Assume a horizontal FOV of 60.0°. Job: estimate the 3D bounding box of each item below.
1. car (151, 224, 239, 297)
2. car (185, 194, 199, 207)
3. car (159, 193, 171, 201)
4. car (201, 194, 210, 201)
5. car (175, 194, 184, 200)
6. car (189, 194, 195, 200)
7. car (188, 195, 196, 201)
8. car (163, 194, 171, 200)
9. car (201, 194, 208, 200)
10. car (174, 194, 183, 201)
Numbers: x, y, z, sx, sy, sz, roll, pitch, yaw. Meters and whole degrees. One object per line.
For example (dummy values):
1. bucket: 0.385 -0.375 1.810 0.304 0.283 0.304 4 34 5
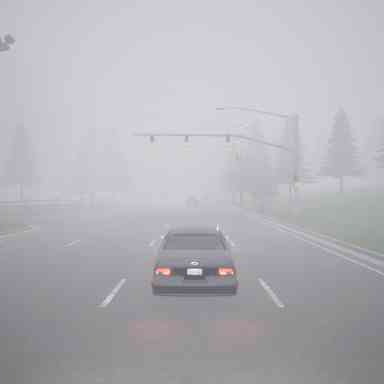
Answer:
1. car: 0.068 1.547 8.768 2.033 1.411 5.357 0 0 0
2. car: 0.009 1.352 52.807 2.097 1.767 4.553 0 0 0
3. car: -6.983 1.217 83.482 2.150 2.045 5.566 0 0 0
4. car: 3.517 1.492 83.449 1.837 1.490 4.892 0 0 0
5. car: -3.481 1.357 93.871 2.128 1.511 4.902 0 0 0
6. car: 0.019 1.310 93.870 1.882 1.535 5.008 0 0 0
7. car: 0.017 1.531 83.450 2.033 1.411 5.357 0 0 0
8. car: -6.981 1.385 93.872 1.994 1.385 4.181 0 0 0
9. car: 3.519 1.310 93.869 1.882 1.535 5.008 0 0 0
10. car: -3.483 1.517 83.868 1.812 1.442 4.674 0 0 0
